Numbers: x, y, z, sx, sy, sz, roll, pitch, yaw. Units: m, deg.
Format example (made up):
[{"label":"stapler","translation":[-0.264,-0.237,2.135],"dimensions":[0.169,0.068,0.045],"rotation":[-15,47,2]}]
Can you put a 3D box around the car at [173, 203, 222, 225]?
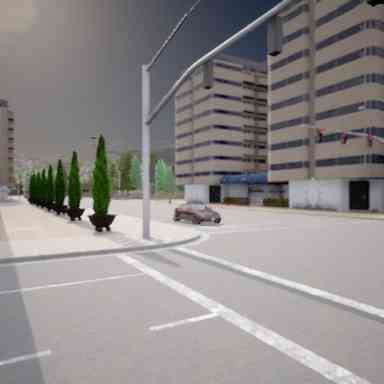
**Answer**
[{"label":"car","translation":[0.252,1.510,23.893],"dimensions":[1.812,1.442,4.674],"rotation":[0,0,-30]}]
